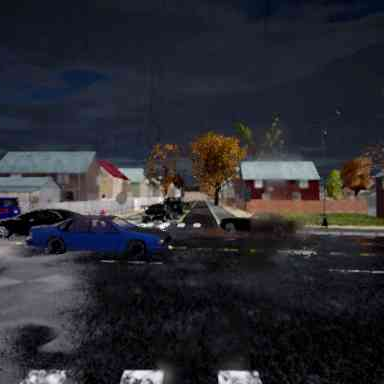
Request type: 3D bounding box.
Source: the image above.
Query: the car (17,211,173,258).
[{"bbox_3d":[-3.465,1.618,12.695,5.357,1.411,2.033,1,-1,7],"label":"car"}]

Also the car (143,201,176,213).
[{"bbox_3d":[-2.882,1.764,28.368,1.837,1.490,4.892,0,-1,7],"label":"car"}]

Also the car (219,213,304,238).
[{"bbox_3d":[4.034,1.870,19.637,4.718,1.301,1.895,1,-1,30],"label":"car"}]

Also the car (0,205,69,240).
[{"bbox_3d":[-7.508,1.588,16.708,4.892,1.490,1.837,1,-1,8],"label":"car"}]

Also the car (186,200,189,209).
[{"bbox_3d":[-1.843,2.022,51.260,1.812,1.442,4.674,0,-1,2],"label":"car"}]

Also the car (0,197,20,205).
[{"bbox_3d":[-13.463,1.291,20.773,5.566,2.045,2.150,1,-1,8],"label":"car"}]

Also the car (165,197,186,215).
[{"bbox_3d":[-2.215,1.596,39.579,2.150,2.045,5.566,0,-1,2],"label":"car"}]
